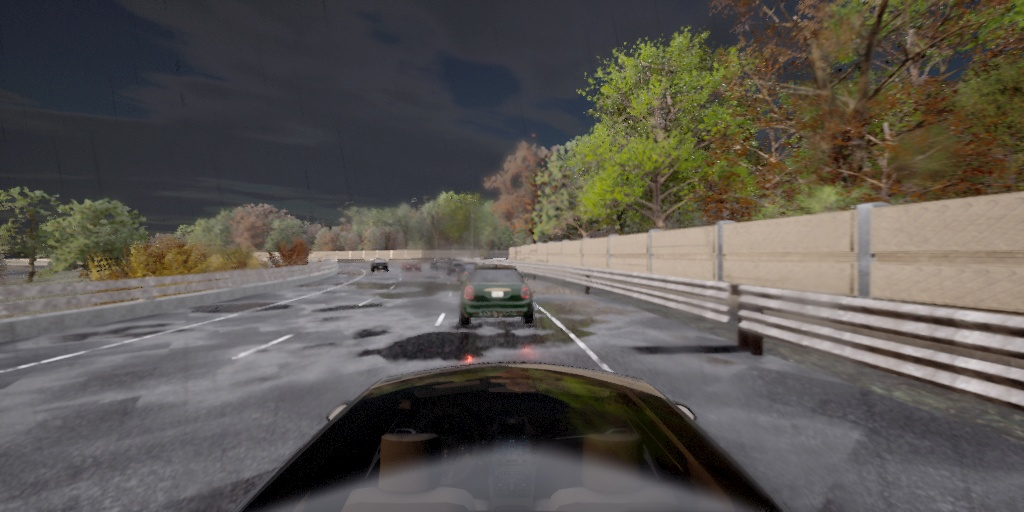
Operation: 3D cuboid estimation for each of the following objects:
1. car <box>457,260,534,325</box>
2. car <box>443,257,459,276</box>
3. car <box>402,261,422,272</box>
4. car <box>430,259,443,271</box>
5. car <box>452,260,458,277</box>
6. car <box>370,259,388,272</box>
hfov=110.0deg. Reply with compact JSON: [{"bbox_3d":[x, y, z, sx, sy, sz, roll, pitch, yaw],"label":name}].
[{"bbox_3d":[-0.626,1.066,11.976,2.097,1.767,4.553,0,0,-7],"label":"car"},{"bbox_3d":[-5.420,1.157,35.169,1.837,1.490,4.892,0,0,-14],"label":"car"},{"bbox_3d":[-12.329,1.246,43.843,1.895,1.301,4.718,0,0,-23],"label":"car"},{"bbox_3d":[-9.102,1.121,45.271,2.128,1.511,4.902,0,0,-23],"label":"car"},{"bbox_3d":[-2.974,1.221,26.236,2.033,1.411,5.357,0,0,-14],"label":"car"},{"bbox_3d":[-16.668,1.134,44.970,1.882,1.535,5.008,0,0,-24],"label":"car"}]
